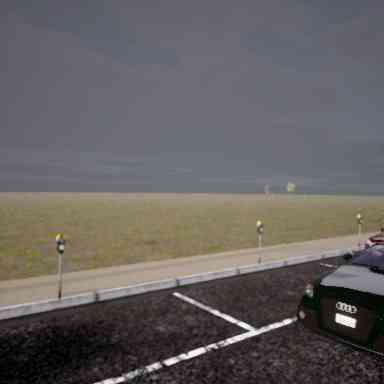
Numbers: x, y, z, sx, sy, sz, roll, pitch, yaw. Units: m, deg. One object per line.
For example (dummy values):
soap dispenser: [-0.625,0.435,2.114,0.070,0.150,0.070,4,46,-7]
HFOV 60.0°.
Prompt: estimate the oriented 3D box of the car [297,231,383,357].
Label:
car: [3.737,1.599,5.740,4.181,1.385,1.994,0,0,-36]

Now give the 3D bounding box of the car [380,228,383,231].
car: [7.715,1.654,11.600,4.206,1.307,1.802,0,0,-36]
